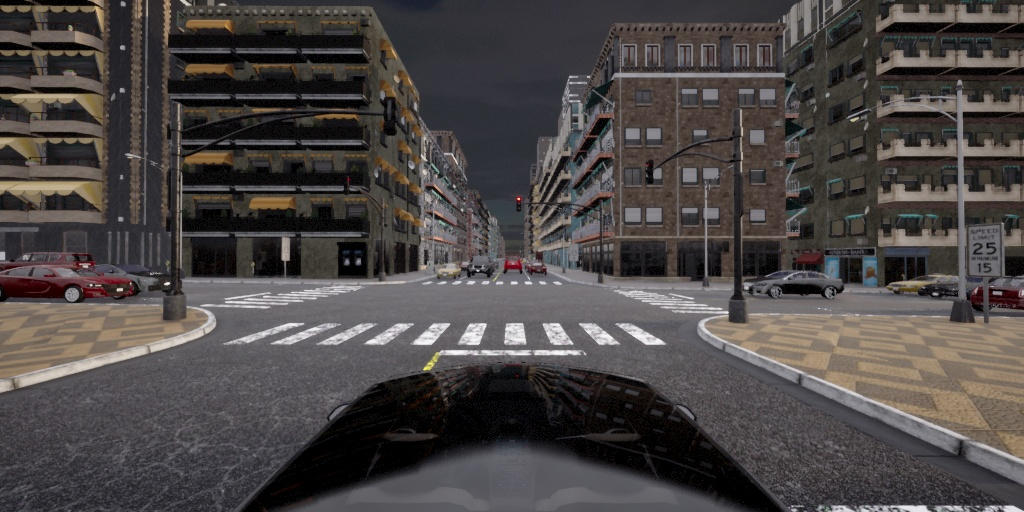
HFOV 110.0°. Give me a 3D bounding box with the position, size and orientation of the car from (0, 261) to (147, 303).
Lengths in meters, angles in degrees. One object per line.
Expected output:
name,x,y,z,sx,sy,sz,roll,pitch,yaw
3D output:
car,-17.251,1.012,13.684,4.507,1.381,1.888,0,0,0

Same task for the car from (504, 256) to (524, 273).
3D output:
car,0.134,0.982,44.574,2.150,2.045,5.566,0,0,0

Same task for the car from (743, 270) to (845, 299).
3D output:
car,15.323,1.523,19.696,4.902,1.511,2.128,1,-1,-1

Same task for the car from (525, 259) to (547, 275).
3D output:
car,2.727,1.304,38.316,1.888,1.381,4.507,0,0,0

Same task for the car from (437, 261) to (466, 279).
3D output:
car,-5.659,1.283,32.645,1.751,1.417,4.829,0,0,0

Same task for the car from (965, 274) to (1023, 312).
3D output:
car,20.847,1.501,13.968,4.097,1.591,1.967,0,0,0

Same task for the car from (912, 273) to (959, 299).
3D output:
car,25.986,1.744,19.765,5.357,1.411,2.033,1,-1,0

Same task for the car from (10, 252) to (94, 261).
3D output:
car,-28.626,0.687,21.989,5.009,1.841,2.192,0,0,0

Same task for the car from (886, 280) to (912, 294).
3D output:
car,26.266,1.755,22.318,4.829,1.417,1.751,0,0,0

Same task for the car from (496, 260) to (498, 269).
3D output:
car,-3.056,1.266,45.260,1.837,1.490,4.892,0,0,0

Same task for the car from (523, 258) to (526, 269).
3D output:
car,2.733,1.201,43.840,1.967,1.591,4.097,0,0,0

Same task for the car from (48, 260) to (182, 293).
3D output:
car,-17.663,1.049,16.275,4.181,1.385,1.994,1,-1,-1

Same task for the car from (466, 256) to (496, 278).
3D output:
car,-3.067,0.980,35.221,2.150,2.045,5.566,0,0,0
